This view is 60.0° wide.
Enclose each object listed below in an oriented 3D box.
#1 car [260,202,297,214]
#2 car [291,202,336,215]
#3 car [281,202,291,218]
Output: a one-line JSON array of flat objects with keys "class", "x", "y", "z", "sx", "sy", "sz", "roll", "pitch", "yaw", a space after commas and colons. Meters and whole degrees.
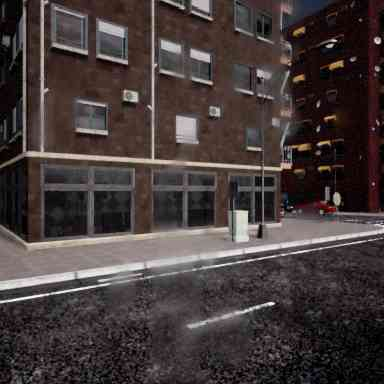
[{"class": "car", "x": 10.837, "y": 1.918, "z": 41.916, "sx": 1.947, "sy": 1.339, "sz": 4.313, "roll": -1, "pitch": 0, "yaw": -36}, {"class": "car", "x": 13.955, "y": 1.826, "z": 37.604, "sx": 1.887, "sy": 1.381, "sz": 4.507, "roll": -1, "pitch": 0, "yaw": -36}, {"class": "car", "x": 7.191, "y": 1.860, "z": 32.714, "sx": 1.802, "sy": 1.307, "sz": 4.206, "roll": -1, "pitch": 0, "yaw": -36}]
